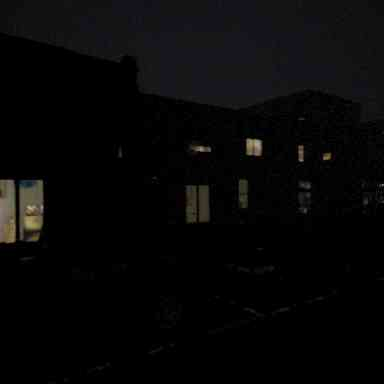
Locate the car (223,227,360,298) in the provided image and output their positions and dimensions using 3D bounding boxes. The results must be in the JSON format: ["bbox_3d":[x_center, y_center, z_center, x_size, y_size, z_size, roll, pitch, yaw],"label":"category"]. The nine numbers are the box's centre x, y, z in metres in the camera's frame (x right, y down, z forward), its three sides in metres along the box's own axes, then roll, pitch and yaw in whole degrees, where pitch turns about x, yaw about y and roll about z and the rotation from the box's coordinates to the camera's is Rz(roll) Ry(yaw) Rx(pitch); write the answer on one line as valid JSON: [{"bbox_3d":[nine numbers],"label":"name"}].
[{"bbox_3d":[2.623,1.577,8.425,4.206,1.307,1.802,0,0,-35],"label":"car"}]

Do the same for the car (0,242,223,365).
[{"bbox_3d":[-1.894,1.544,5.210,4.507,1.381,1.887,0,0,-35],"label":"car"}]
